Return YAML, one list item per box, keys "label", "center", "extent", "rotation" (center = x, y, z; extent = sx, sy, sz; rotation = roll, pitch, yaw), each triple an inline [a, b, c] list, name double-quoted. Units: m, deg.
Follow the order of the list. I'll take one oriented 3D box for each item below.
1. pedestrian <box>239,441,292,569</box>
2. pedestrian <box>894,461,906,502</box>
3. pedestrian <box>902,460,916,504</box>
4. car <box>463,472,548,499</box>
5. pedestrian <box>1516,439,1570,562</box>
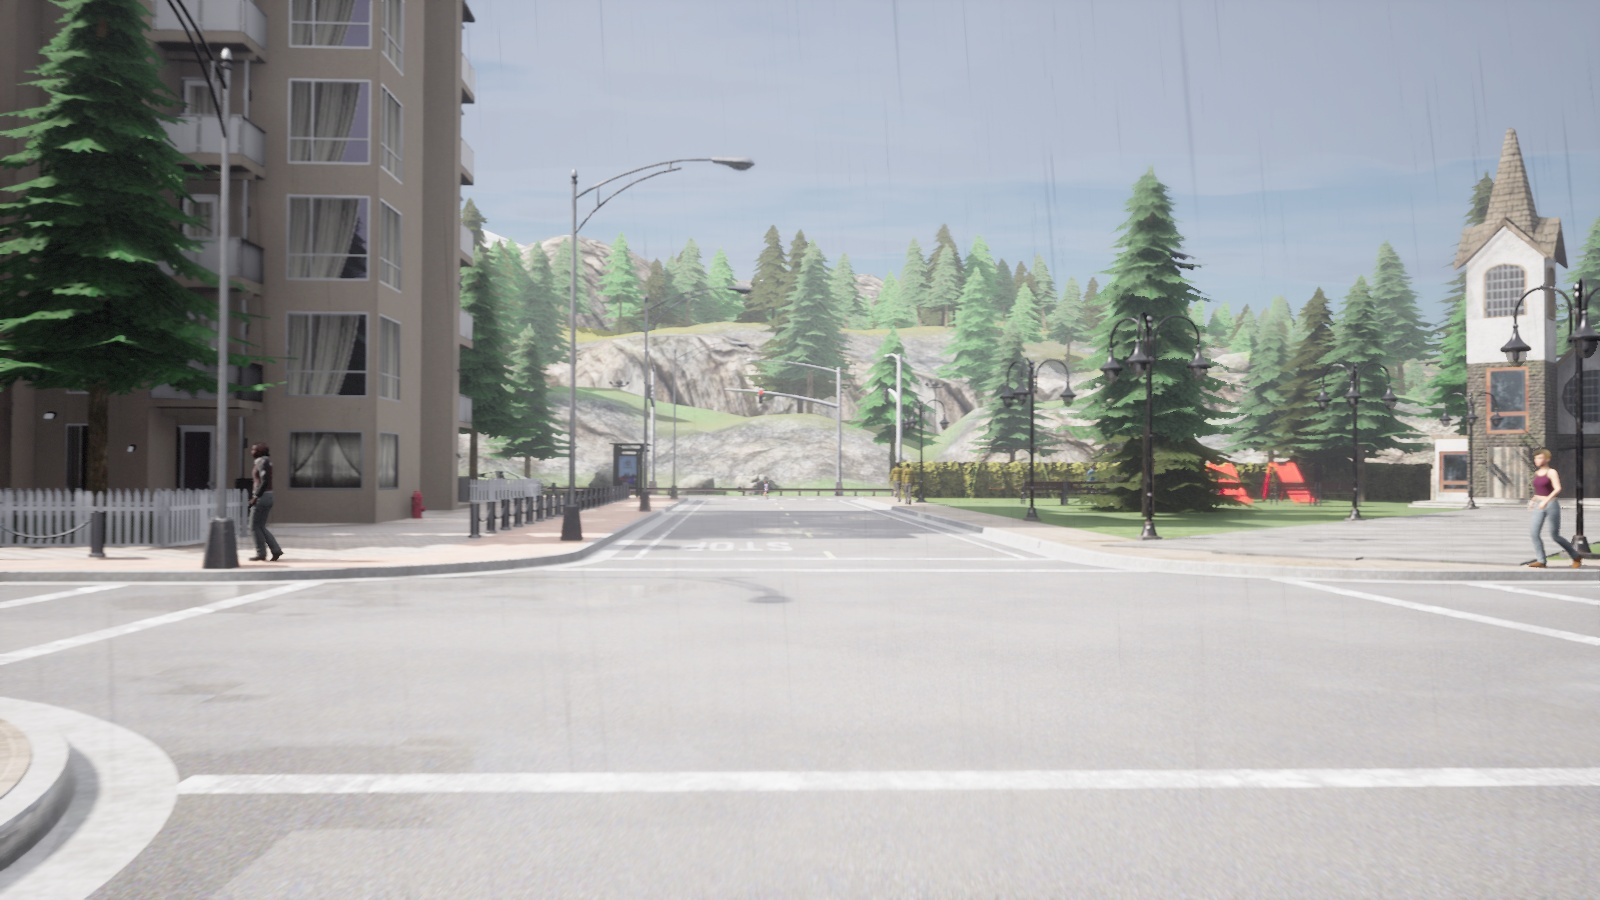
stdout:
- label: "pedestrian"
  center: [-8.158, 0.831, 19.175]
  extent: [0.666, 1.930, 0.402]
  rotation: [0, -1, -11]
- label: "pedestrian"
  center: [4.528, 1.414, 57.015]
  extent: [0.431, 1.840, 0.709]
  rotation: [0, -1, -5]
- label: "pedestrian"
  center: [4.587, 1.344, 52.889]
  extent: [0.431, 1.840, 0.709]
  rotation: [0, -1, -5]
- label: "car"
  center: [-16.947, 2.054, 72.443]
  extent: [4.514, 1.525, 2.007]
  rotation: [0, -1, -2]
- label: "pedestrian"
  center: [11.207, 0.761, 18.954]
  extent: [0.594, 1.836, 0.345]
  rotation: [0, -1, -9]
